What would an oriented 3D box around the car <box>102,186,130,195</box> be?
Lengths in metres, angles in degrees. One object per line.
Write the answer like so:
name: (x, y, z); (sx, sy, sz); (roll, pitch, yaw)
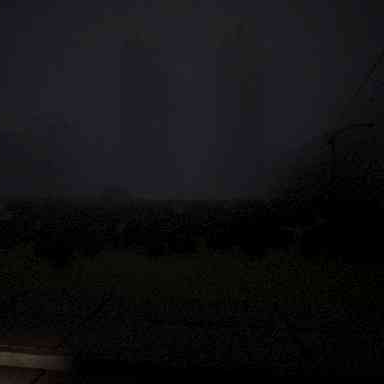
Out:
car: (-8.634, 0.102, 38.220); (2.242, 1.667, 4.611); (1, 2, 7)
